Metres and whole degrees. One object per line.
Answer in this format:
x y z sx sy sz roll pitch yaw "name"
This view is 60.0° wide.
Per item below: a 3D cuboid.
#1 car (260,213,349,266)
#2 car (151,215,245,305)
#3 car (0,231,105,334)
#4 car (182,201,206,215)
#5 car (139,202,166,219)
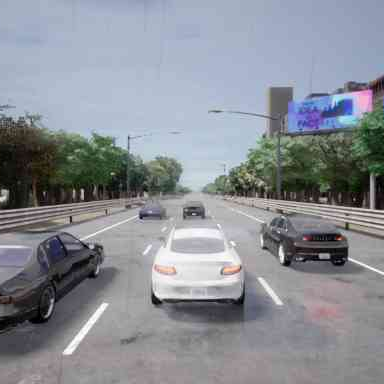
3.628 1.504 11.519 1.837 1.490 4.892 0 0 0 "car"
0.119 1.526 7.976 1.812 1.442 4.674 0 0 0 "car"
-3.383 1.547 7.083 2.033 1.411 5.357 0 0 0 "car"
0.171 1.504 28.580 1.837 1.490 4.892 0 0 0 "car"
-3.331 1.563 28.630 1.994 1.385 4.181 0 0 0 "car"
